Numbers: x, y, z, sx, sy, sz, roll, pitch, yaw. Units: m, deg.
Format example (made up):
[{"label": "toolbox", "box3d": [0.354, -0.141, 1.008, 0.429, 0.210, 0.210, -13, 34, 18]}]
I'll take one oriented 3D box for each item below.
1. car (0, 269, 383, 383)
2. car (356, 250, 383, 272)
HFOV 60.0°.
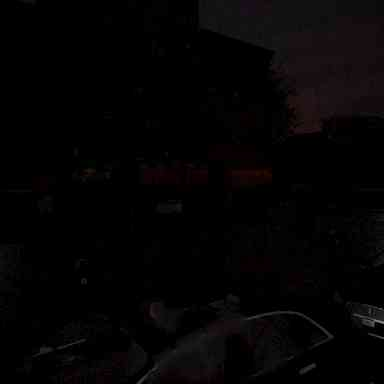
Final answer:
[{"label": "car", "box3d": [-0.251, 1.550, 2.656, 4.403, 1.369, 2.008, 0, -2, -35]}, {"label": "car", "box3d": [4.188, 1.549, 5.817, 4.403, 1.369, 2.008, 0, -2, -35]}]
